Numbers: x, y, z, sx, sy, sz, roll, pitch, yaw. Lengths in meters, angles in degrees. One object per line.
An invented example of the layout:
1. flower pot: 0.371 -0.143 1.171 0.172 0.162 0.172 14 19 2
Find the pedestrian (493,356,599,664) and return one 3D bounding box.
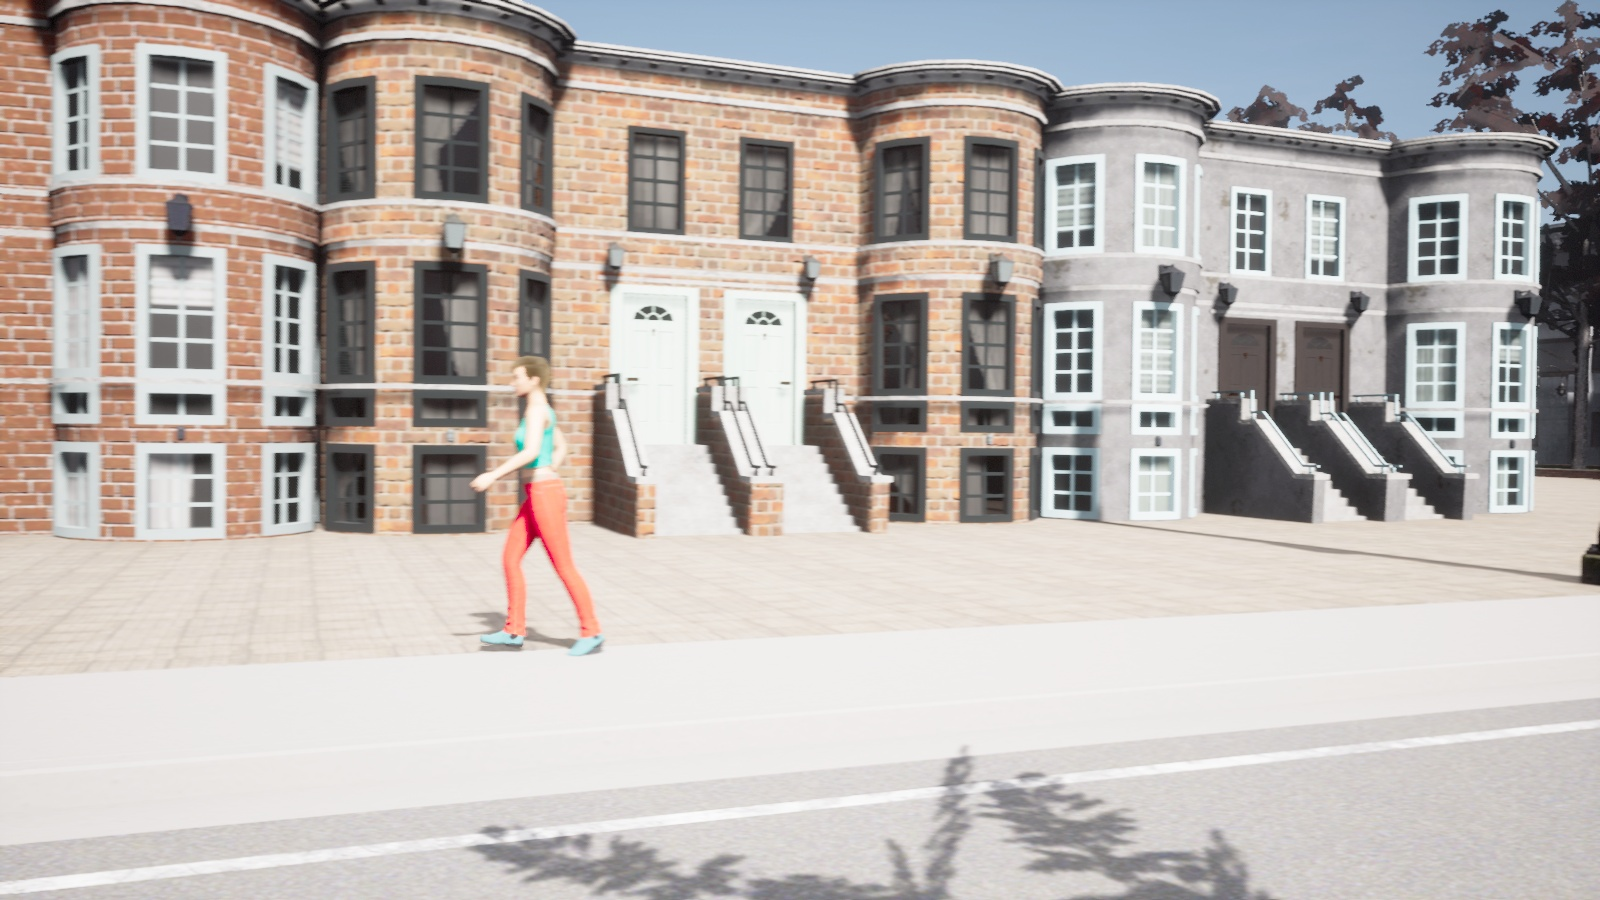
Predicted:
1. pedestrian: -1.564 0.353 7.725 0.594 1.836 0.345 -1 1 -15
